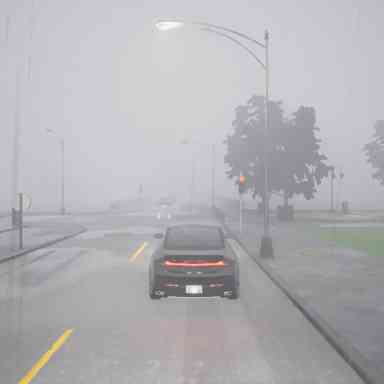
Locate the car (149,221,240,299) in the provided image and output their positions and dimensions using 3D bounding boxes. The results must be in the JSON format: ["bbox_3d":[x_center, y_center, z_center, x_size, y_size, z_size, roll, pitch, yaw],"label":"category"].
[{"bbox_3d":[0.056,1.505,8.411,1.837,1.490,4.892,0,0,0],"label":"car"}]

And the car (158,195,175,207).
[{"bbox_3d":[-4.120,1.505,50.844,1.837,1.490,4.892,0,0,0],"label":"car"}]

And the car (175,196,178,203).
[{"bbox_3d":[-4.100,1.601,60.237,1.895,1.301,4.718,0,0,0],"label":"car"}]

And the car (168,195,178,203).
[{"bbox_3d":[-4.035,1.500,70.451,1.837,1.490,4.892,0,0,0],"label":"car"}]
